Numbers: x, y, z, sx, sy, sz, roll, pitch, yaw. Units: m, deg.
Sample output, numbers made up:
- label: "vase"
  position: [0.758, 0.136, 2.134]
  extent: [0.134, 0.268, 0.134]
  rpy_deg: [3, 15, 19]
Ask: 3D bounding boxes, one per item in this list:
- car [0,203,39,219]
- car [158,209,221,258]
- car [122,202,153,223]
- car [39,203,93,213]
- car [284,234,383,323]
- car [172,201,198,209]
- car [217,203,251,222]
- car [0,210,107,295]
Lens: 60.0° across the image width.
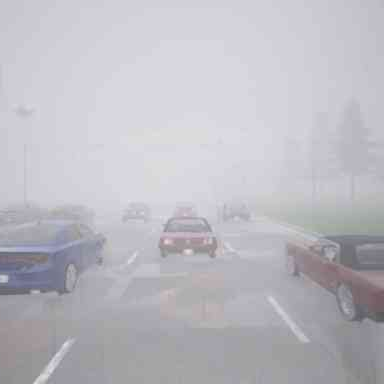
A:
- label: "car"
  position: [-10.948, 1.486, 22.254]
  extent: [2.128, 1.511, 4.902]
  rpy_deg: [-1, 0, -1]
- label: "car"
  position: [-0.178, 1.546, 12.462]
  extent: [1.895, 1.301, 4.718]
  rpy_deg: [-1, 0, -2]
- label: "car"
  position: [-4.020, 1.469, 25.089]
  extent: [2.033, 1.411, 5.357]
  rpy_deg: [-1, 0, -2]
- label: "car"
  position: [-7.406, 1.475, 20.701]
  extent: [1.837, 1.490, 4.892]
  rpy_deg: [0, 0, -1]
- label: "car"
  position: [3.482, 1.539, 7.047]
  extent: [1.895, 1.301, 4.718]
  rpy_deg: [-1, 0, -2]
- label: "car"
  position: [-0.537, 1.415, 25.735]
  extent: [1.812, 1.442, 4.674]
  rpy_deg: [-1, 0, -2]
- label: "car"
  position: [2.994, 1.464, 24.822]
  extent: [1.895, 1.301, 4.718]
  rpy_deg: [-1, 0, -2]
- label: "car"
  position: [-3.625, 1.469, 8.740]
  extent: [1.882, 1.535, 5.008]
  rpy_deg: [0, 0, -1]
